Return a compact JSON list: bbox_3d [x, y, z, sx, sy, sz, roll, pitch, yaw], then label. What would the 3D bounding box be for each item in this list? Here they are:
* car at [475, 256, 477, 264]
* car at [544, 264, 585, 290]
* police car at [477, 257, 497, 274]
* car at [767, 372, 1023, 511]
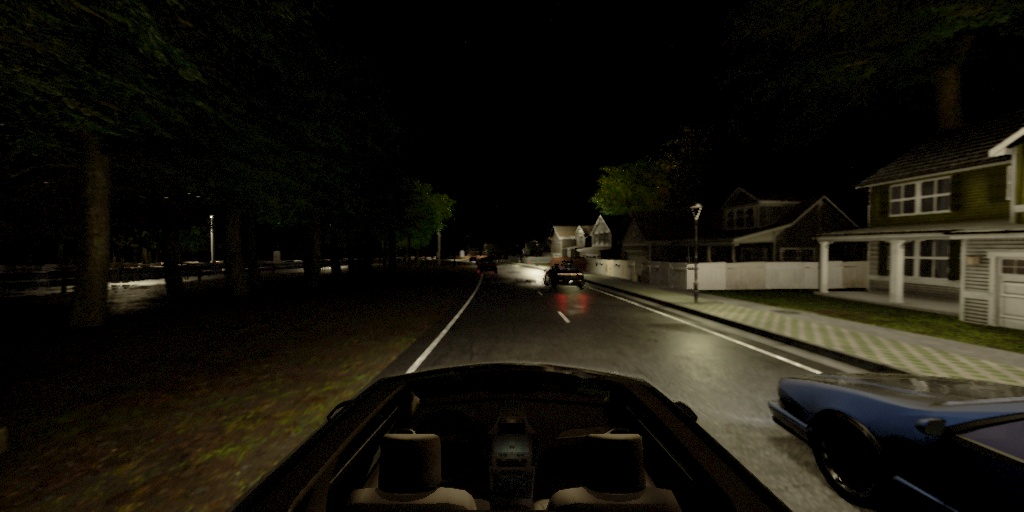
[{"bbox_3d":[-3.745,0.983,50.259,2.097,1.767,4.553,0,0,-7],"label":"car"},{"bbox_3d":[3.172,1.222,22.380,2.128,1.511,4.902,0,0,-3],"label":"car"},{"bbox_3d":[-2.694,1.104,40.437,1.930,1.638,5.238,0,0,-5],"label":"police car"},{"bbox_3d":[3.598,1.298,1.261,2.033,1.411,5.357,0,0,0],"label":"car"}]
